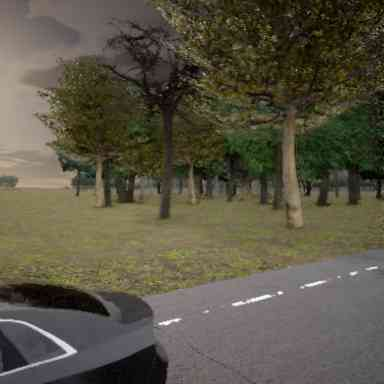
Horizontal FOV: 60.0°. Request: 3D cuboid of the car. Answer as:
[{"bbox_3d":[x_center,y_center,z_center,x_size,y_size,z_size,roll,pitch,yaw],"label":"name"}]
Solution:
[{"bbox_3d":[-2.488,1.504,2.217,4.892,1.490,1.837,0,0,-35],"label":"car"}]
